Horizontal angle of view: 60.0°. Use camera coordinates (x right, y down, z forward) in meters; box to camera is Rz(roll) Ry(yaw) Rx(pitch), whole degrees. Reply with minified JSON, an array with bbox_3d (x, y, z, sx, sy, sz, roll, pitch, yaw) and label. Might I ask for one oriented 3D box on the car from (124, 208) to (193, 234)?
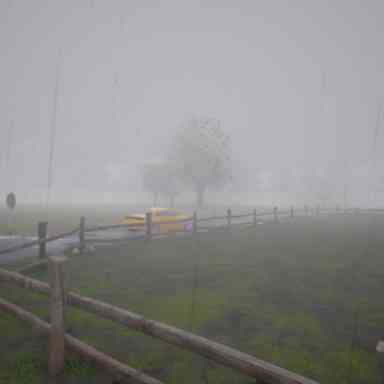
[{"bbox_3d":[-1.938,1.731,20.703,1.882,1.535,5.008,0,-1,38],"label":"car"}]
